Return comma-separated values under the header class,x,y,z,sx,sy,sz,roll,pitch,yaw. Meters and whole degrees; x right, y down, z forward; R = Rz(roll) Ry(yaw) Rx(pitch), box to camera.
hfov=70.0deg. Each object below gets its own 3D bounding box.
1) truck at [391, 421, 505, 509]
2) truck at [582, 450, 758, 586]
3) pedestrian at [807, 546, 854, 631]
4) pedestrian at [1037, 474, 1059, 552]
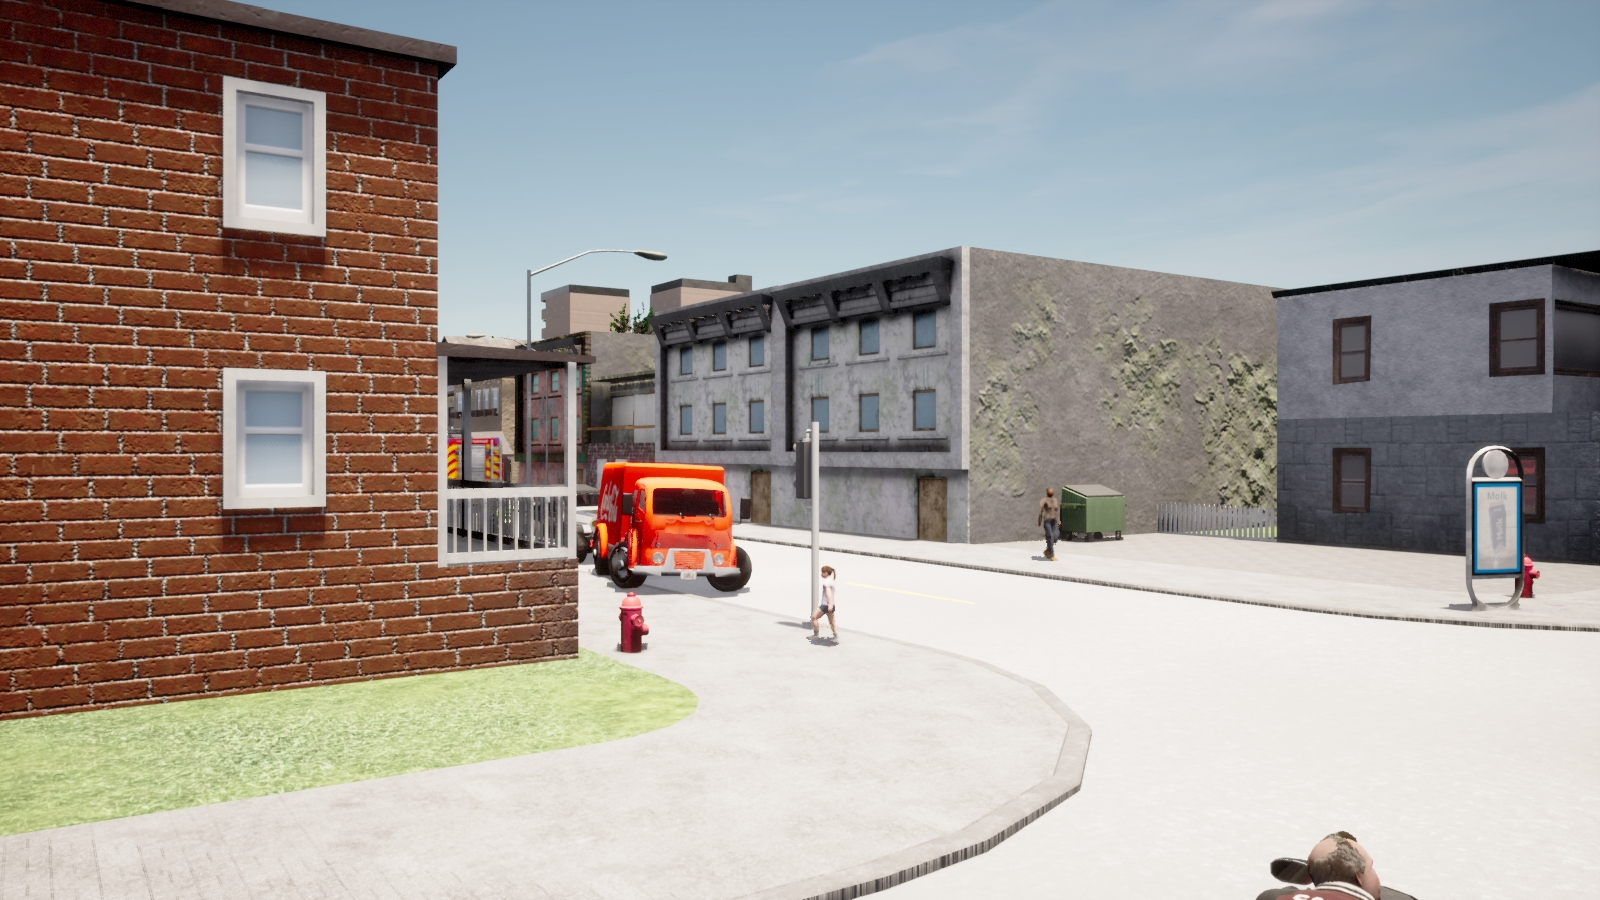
class,x,y,z,sx,sy,sz,roll,pitch,yaw
truck,-16.804,0.670,54.098,2.891,3.827,8.468,0,0,-34
truck,-2.868,1.294,23.855,2.627,2.467,5.204,3,-1,-17
pedestrian,0.422,1.897,15.784,0.500,1.100,0.500,0,0,23
pedestrian,6.009,1.525,27.724,0.375,1.860,0.375,0,0,-25
